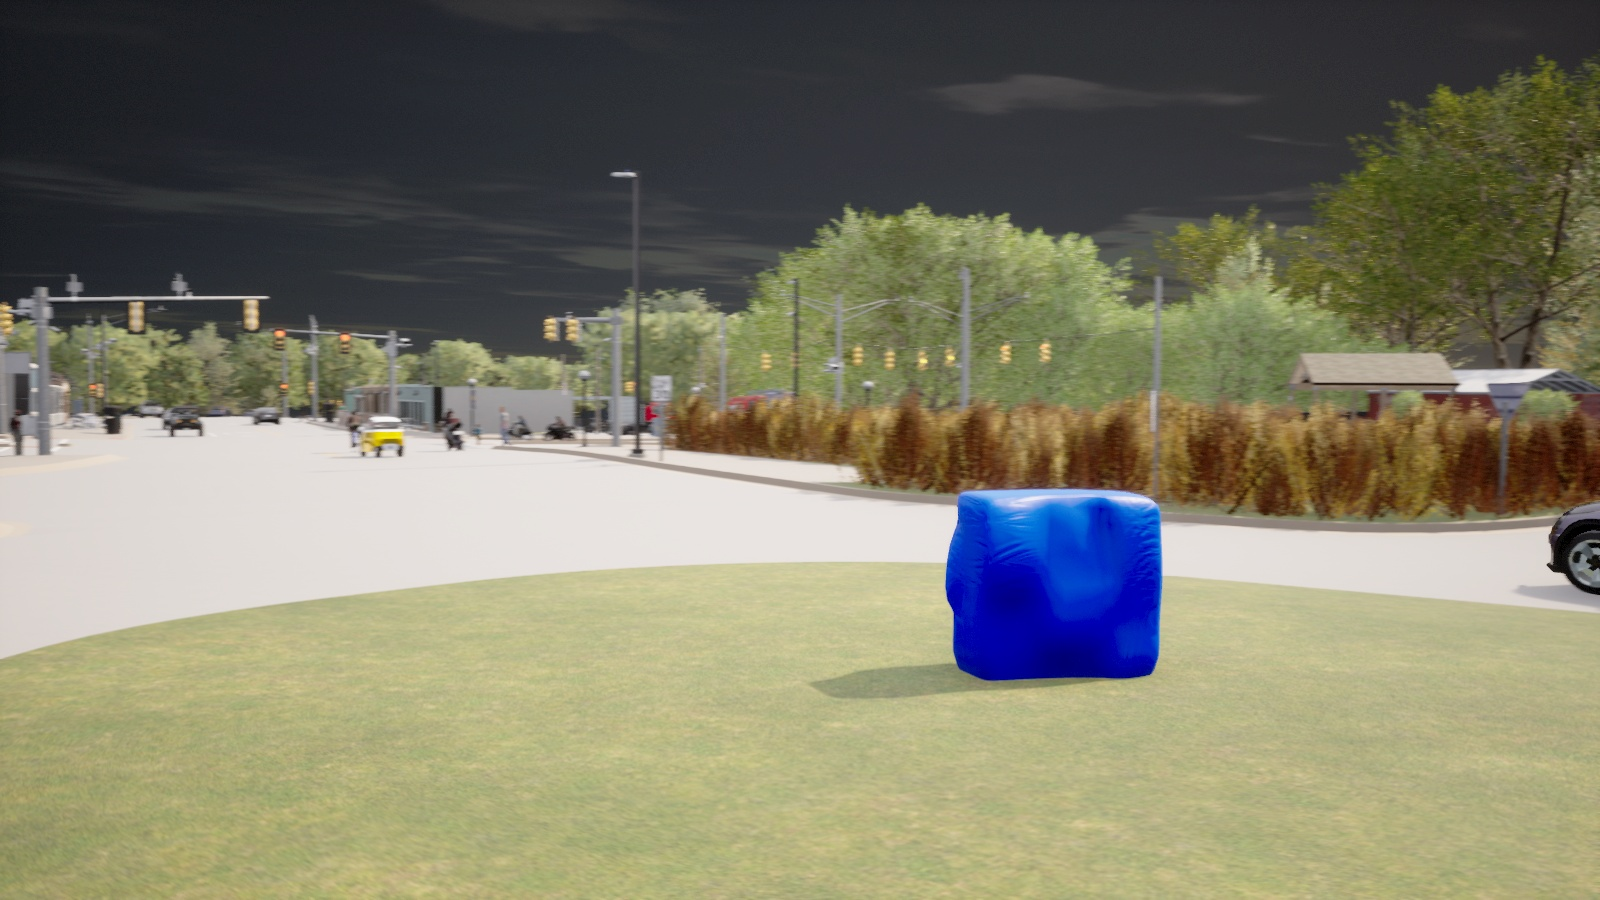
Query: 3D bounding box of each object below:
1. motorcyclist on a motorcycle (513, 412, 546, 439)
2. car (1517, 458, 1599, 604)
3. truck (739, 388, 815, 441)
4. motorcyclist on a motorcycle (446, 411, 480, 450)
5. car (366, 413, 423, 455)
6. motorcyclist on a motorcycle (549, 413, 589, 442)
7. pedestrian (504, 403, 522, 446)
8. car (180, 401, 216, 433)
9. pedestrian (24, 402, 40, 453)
[{"bbox_3d":[-16.607,-1.498,77.092,1.817,1.590,0.866,1,1,-25],"label":"motorcyclist on a motorcycle"},{"bbox_3d":[10.660,0.981,13.557,2.033,1.649,4.856,1,0,-21],"label":"car"},{"bbox_3d":[-1.847,-2.685,95.749,2.891,3.827,8.468,-1,2,-23],"label":"truck"},{"bbox_3d":[-13.447,-0.774,50.108,0.866,1.530,2.191,-1,1,-26],"label":"motorcyclist on a motorcycle"},{"bbox_3d":[-13.932,-0.567,43.109,1.481,1.376,2.207,-1,2,-28],"label":"car"},{"bbox_3d":[-12.982,-1.268,70.588,2.044,1.523,0.797,1,2,-32],"label":"motorcyclist on a motorcycle"},{"bbox_3d":[-12.445,-1.114,54.464,0.706,1.836,0.354,-1,3,-27],"label":"pedestrian"},{"bbox_3d":[-37.212,-2.080,77.662,1.905,1.878,3.866,-1,3,-25],"label":"car"},{"bbox_3d":[-29.002,-0.855,47.405,0.402,1.930,0.666,-2,4,-40],"label":"pedestrian"}]
